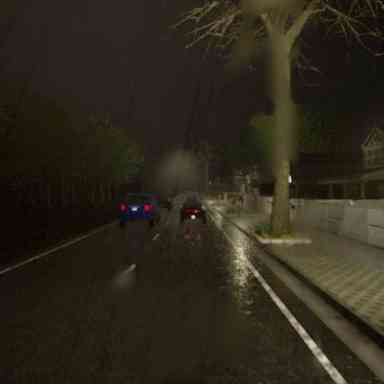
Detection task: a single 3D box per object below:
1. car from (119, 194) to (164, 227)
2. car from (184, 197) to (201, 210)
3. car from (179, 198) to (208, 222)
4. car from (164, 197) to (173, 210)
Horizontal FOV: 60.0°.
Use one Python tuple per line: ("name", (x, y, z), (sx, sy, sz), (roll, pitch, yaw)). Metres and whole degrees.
("car", (-3.408, 1.140, 22.423), (2.150, 2.045, 5.566), (0, 0, 0))
("car", (0.082, 1.401, 41.947), (1.994, 1.385, 4.181), (0, 0, 0))
("car", (0.090, 1.418, 25.066), (1.837, 1.490, 4.892), (0, 1, 0))
("car", (-3.419, 1.335, 40.919), (2.128, 1.511, 4.902), (0, 0, 0))
